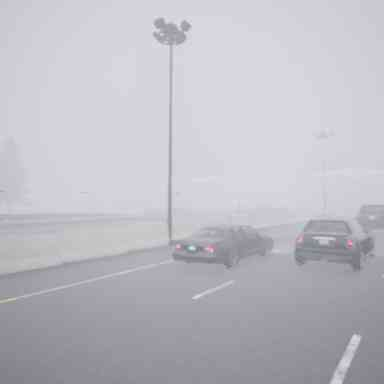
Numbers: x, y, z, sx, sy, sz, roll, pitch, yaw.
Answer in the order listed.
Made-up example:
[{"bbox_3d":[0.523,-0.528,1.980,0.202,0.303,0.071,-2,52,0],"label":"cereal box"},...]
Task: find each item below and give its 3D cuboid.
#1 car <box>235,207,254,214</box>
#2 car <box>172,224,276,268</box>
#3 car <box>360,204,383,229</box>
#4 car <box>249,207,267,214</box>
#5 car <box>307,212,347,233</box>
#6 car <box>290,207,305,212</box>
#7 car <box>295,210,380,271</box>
[{"bbox_3d":[9.859,3.430,62.113,1.994,1.385,4.181,-2,-2,35],"label":"car"},{"bbox_3d":[1.452,1.939,12.888,2.033,1.411,5.357,-2,-2,35],"label":"car"},{"bbox_3d":[13.454,1.894,24.105,2.150,2.045,5.566,-2,-2,35],"label":"car"},{"bbox_3d":[12.727,3.296,60.118,1.837,1.490,4.892,-2,-2,35],"label":"car"},{"bbox_3d":[10.846,2.356,26.462,1.895,1.301,4.718,-2,-2,35],"label":"car"},{"bbox_3d":[18.502,3.244,56.172,1.895,1.301,4.718,-2,-2,35],"label":"car"},{"bbox_3d":[5.547,1.714,12.628,2.097,1.767,4.553,-2,-2,35],"label":"car"}]
